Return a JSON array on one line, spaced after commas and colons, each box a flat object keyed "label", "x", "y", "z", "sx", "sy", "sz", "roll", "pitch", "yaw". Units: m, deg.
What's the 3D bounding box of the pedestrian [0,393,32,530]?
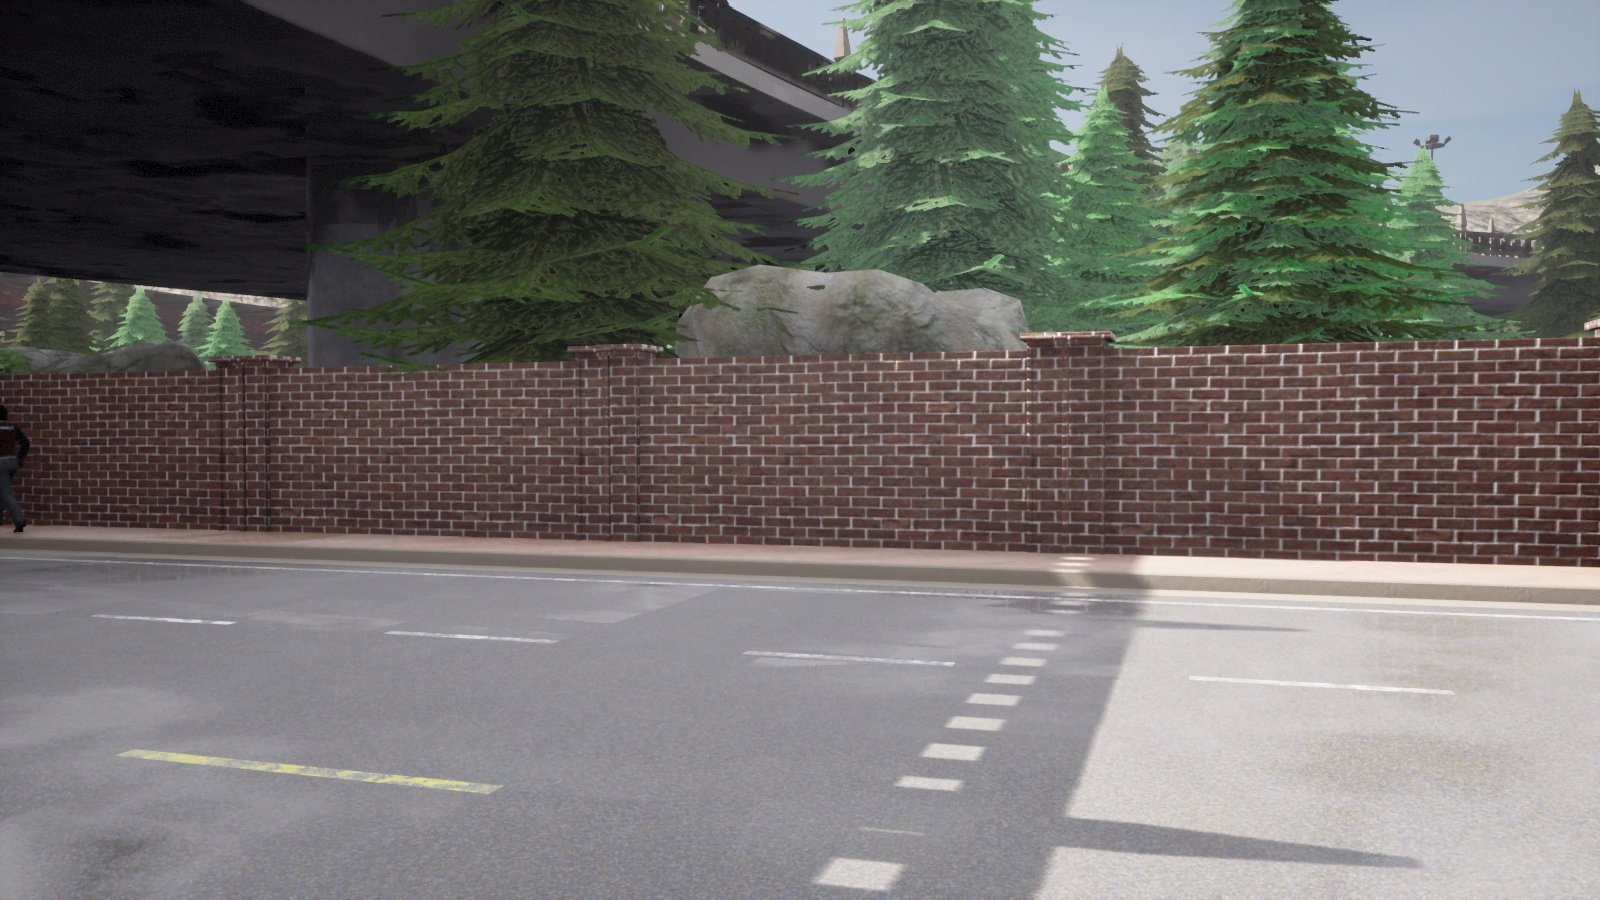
[{"label": "pedestrian", "x": -11.442, "y": 0.154, "z": 17.995, "sx": 0.666, "sy": 1.930, "sz": 0.402, "roll": 0, "pitch": 1, "yaw": 16}]
